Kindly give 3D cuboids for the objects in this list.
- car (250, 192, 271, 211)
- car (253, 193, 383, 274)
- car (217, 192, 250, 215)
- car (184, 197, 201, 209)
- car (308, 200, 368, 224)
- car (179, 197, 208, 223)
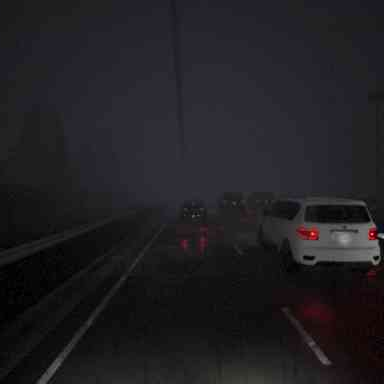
[{"bbox_3d":[7.101,1.022,34.447,2.150,2.045,5.566,0,0,0],"label":"car"},{"bbox_3d":[3.601,1.160,10.531,2.150,2.045,5.566,0,0,0],"label":"car"},{"bbox_3d":[3.588,1.042,31.084,2.150,2.045,5.566,0,0,0],"label":"car"},{"bbox_3d":[0.100,1.324,41.539,1.994,1.385,4.181,0,0,0],"label":"car"},{"bbox_3d":[10.601,1.405,24.685,2.033,1.411,5.357,0,0,0],"label":"car"},{"bbox_3d":[0.100,1.352,23.976,2.128,1.511,4.902,0,0,0],"label":"car"}]
